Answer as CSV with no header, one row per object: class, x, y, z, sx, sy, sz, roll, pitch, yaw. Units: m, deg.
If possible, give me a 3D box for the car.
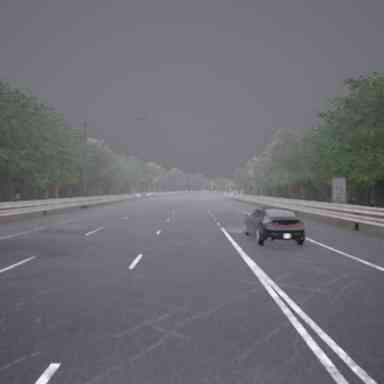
car,3.558,1.415,14.966,1.837,1.490,4.892,0,0,-1
